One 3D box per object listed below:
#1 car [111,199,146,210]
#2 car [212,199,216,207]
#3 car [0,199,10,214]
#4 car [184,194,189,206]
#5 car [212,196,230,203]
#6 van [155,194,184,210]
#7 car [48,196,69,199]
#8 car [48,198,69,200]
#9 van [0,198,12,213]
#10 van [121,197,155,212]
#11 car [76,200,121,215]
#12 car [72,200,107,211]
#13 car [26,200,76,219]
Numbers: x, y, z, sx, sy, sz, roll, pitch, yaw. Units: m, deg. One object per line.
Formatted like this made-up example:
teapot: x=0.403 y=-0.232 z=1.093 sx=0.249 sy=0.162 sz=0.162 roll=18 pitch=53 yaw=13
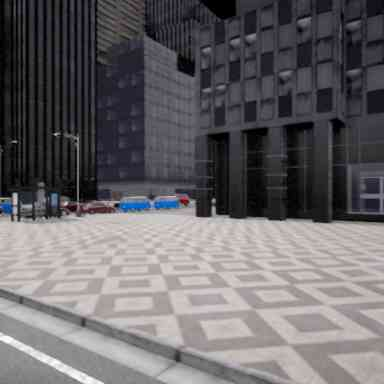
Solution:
car: x=-8.746 y=1.733 z=46.231 sx=1.895 sy=1.301 sz=4.718 roll=0 pitch=0 yaw=36
car: x=3.303 y=1.701 z=53.049 sx=1.802 sy=1.307 sz=4.206 roll=0 pitch=0 yaw=35
car: x=-19.876 y=1.669 z=30.619 sx=1.812 sy=1.442 sz=4.674 roll=0 pitch=0 yaw=37
car: x=-2.674 y=1.352 z=54.676 sx=2.150 sy=2.045 sz=5.566 roll=0 pitch=0 yaw=36
car: x=6.244 y=1.687 z=71.865 sx=2.008 sy=1.369 sz=4.403 roll=0 pitch=0 yaw=35
van: x=-3.287 y=1.462 z=43.802 sx=1.690 sy=1.788 sz=3.998 roll=0 pitch=0 yaw=35
car: x=-16.820 y=1.457 z=39.500 sx=2.192 sy=1.841 sz=5.009 roll=0 pitch=0 yaw=35
car: x=-14.531 y=1.738 z=38.127 sx=1.895 sy=1.301 sz=4.718 roll=0 pitch=0 yaw=35
van: x=-20.115 y=1.487 z=34.877 sx=1.690 sy=1.788 sz=3.998 roll=0 pitch=0 yaw=35
van: x=-6.581 y=1.464 z=39.179 sx=1.690 sy=1.788 sz=3.998 roll=0 pitch=0 yaw=35
car: x=-9.876 y=1.708 z=34.554 sx=1.802 sy=1.307 sz=4.206 roll=0 pitch=0 yaw=35
car: x=-13.525 y=1.721 z=44.124 sx=1.802 sy=1.307 sz=4.206 roll=0 pitch=0 yaw=35
car: x=-13.171 y=1.681 z=29.931 sx=2.008 sy=1.369 sz=4.403 roll=0 pitch=0 yaw=35
